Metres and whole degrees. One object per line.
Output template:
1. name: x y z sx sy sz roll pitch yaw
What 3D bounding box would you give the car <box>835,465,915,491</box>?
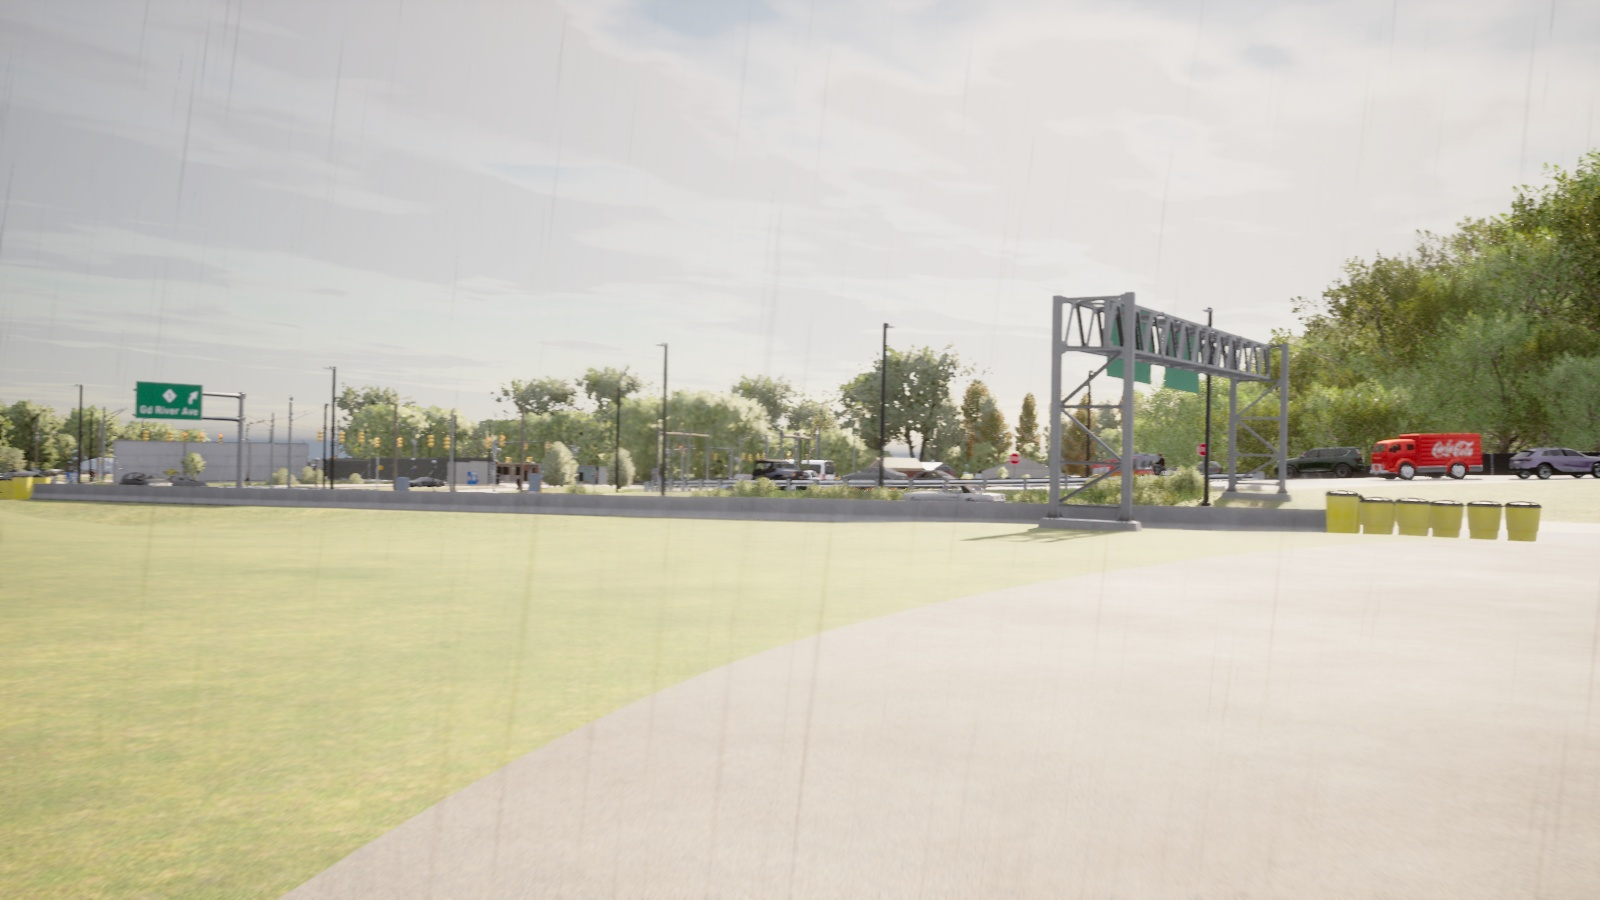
1. car: 4.350 1.653 73.361 4.181 1.385 1.994 -3 -3 34

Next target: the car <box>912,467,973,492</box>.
1. car: 10.482 2.201 92.603 3.988 1.617 1.851 -4 -2 32

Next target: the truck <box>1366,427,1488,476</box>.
1. truck: 33.745 0.110 67.729 5.204 2.467 2.627 -1 0 -2

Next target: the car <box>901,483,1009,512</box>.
1. car: 7.325 2.217 59.617 4.718 1.301 1.895 -1 -1 32

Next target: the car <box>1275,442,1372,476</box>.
1. car: 34.378 0.618 82.523 5.566 2.045 2.150 -3 -2 32

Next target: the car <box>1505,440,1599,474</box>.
1. car: 39.262 0.356 64.616 4.856 1.649 2.033 -2 -1 -3

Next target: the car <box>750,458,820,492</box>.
1. car: -0.920 1.476 72.912 1.905 1.878 3.866 1 -3 -44

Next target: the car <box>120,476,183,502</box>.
1. car: -42.370 2.543 82.039 3.988 1.617 1.851 -1 -1 32

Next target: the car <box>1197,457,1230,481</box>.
1. car: 29.823 1.402 90.517 1.789 1.549 3.705 -1 -4 26
